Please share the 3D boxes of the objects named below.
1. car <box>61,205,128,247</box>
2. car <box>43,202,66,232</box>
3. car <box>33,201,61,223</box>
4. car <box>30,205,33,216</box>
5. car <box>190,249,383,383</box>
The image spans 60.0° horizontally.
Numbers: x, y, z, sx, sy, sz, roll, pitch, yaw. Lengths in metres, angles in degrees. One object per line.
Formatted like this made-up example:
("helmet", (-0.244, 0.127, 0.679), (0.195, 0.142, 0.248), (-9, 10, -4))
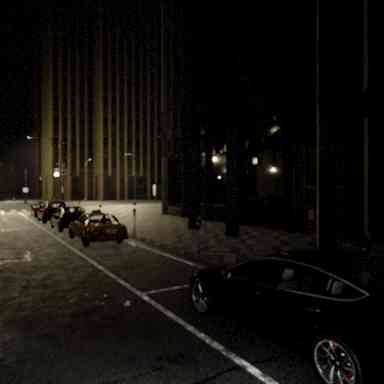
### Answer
("car", (-4.350, 1.484, 14.917), (1.752, 1.417, 4.829), (-1, 0, -31))
("car", (-7.206, 1.501, 19.583), (2.008, 1.369, 4.403), (-1, 0, -31))
("car", (-10.152, 1.381, 24.394), (1.967, 1.590, 4.097), (-1, 0, -31))
("car", (-13.096, 1.482, 29.205), (2.008, 1.369, 4.403), (-1, 0, -31))
("car", (1.630, 1.540, 5.150), (1.947, 1.339, 4.313), (-1, 0, -31))
